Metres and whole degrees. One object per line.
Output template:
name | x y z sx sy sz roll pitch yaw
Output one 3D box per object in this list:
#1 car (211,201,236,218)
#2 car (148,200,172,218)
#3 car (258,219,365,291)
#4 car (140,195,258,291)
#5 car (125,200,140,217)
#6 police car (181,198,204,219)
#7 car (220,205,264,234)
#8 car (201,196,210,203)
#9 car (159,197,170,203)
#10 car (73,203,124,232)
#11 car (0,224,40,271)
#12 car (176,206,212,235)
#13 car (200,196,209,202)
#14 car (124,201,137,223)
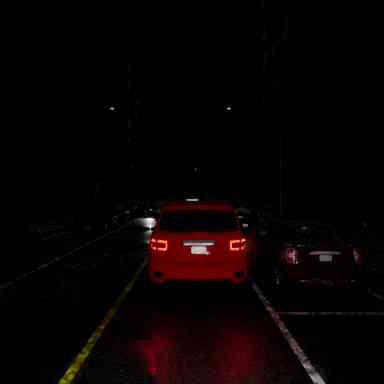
car | 2.870 1.569 31.054 1.947 1.339 4.313 0 0 0
car | -2.985 1.567 31.831 1.812 1.442 4.674 0 0 0
car | 2.858 1.440 9.048 1.967 1.590 4.097 0 0 0
car | 0.108 1.221 9.133 2.150 2.045 5.566 0 0 -1
car | -5.656 1.444 31.058 1.967 1.590 4.097 0 0 0
police car | 0.015 1.428 30.166 1.930 1.638 5.238 0 0 0
car | 2.864 1.552 20.051 2.008 1.369 4.403 0 0 0
car | 2.936 1.580 73.723 1.752 1.417 4.829 0 0 0
car | -5.602 1.626 68.161 1.802 1.307 4.206 0 0 0
car | -5.661 1.567 20.056 1.947 1.339 4.313 0 0 0
car | -5.667 1.582 9.053 1.802 1.307 4.206 0 0 0
car | 0.109 1.602 19.903 1.895 1.301 4.718 0 0 0
car | 2.948 1.617 78.961 2.008 1.369 4.403 0 0 0
car | -5.659 1.584 25.557 1.802 1.307 4.206 0 0 0
